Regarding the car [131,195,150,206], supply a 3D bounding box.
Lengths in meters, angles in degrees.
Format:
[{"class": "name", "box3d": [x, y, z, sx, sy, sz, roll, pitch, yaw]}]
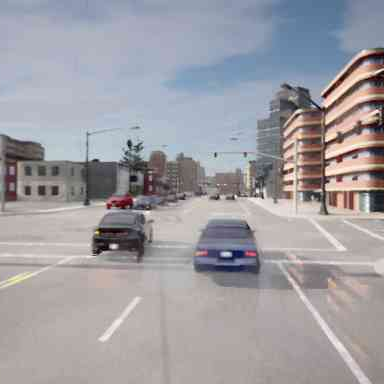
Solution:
[{"class": "car", "box3d": [-8.016, 1.313, 52.053, 1.812, 1.442, 4.674, 0, 1, 7]}]

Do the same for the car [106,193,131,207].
[{"class": "car", "box3d": [-9.084, 1.128, 42.367, 2.150, 2.045, 5.566, 0, 1, 6]}]

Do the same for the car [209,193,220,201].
[{"class": "car", "box3d": [4.663, 1.136, 70.927, 1.895, 1.301, 4.718, 0, 1, 6]}]

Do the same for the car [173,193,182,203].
[{"class": "car", "box3d": [-3.632, 1.234, 59.587, 2.033, 1.411, 5.357, 0, 1, 7]}]

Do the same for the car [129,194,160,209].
[{"class": "car", "box3d": [-5.726, 1.284, 40.775, 2.097, 1.767, 4.553, 0, 1, 6]}]

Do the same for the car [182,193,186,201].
[{"class": "car", "box3d": [-2.482, 1.006, 69.966, 1.882, 1.535, 5.008, 0, 1, 6]}]

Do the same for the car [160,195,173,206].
[{"class": "car", "box3d": [-4.744, 1.322, 49.804, 2.128, 1.511, 4.902, 0, 1, 6]}]

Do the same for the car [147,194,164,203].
[{"class": "car", "box3d": [-6.799, 1.178, 62.571, 2.033, 1.411, 5.357, 0, 1, 6]}]

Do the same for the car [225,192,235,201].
[{"class": "car", "box3d": [8.086, 1.080, 70.034, 2.128, 1.511, 4.902, 0, 1, 6]}]

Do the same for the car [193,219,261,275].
[{"class": "car", "box3d": [1.128, 1.573, 10.629, 2.033, 1.411, 5.357, 0, 0, 7]}]

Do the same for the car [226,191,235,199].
[{"class": "car", "box3d": [9.201, 0.692, 80.374, 2.097, 1.767, 4.553, 0, 0, 6]}]

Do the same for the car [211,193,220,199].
[{"class": "car", "box3d": [5.737, 0.964, 80.907, 1.994, 1.385, 4.181, 0, 0, 6]}]

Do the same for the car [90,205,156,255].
[{"class": "car", "box3d": [-2.654, 1.511, 13.246, 1.837, 1.490, 4.892, 1, 0, -3]}]
